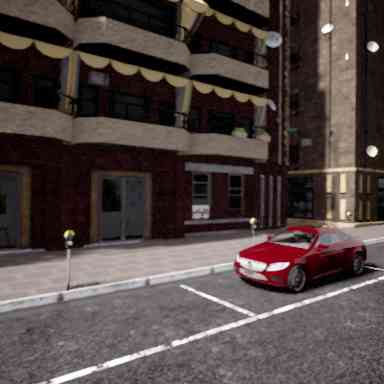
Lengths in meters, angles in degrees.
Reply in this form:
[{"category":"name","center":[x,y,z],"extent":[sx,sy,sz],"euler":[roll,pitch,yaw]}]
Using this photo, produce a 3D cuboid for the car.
[{"category":"car","center":[3.009,1.570,8.792],"extent":[4.206,1.307,1.802],"euler":[0,1,-35]}]
